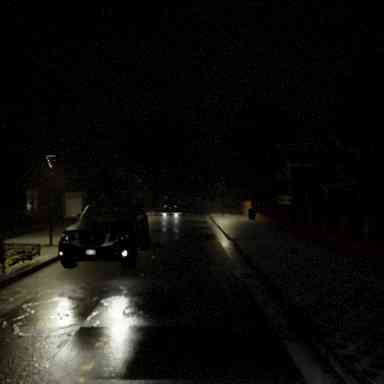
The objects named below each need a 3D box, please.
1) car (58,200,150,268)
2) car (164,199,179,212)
[{"bbox_3d":[-2.854,1.345,12.079,2.150,2.045,5.566,0,0,0],"label":"car"},{"bbox_3d":[-2.792,1.775,45.206,1.837,1.490,4.892,0,0,0],"label":"car"}]
